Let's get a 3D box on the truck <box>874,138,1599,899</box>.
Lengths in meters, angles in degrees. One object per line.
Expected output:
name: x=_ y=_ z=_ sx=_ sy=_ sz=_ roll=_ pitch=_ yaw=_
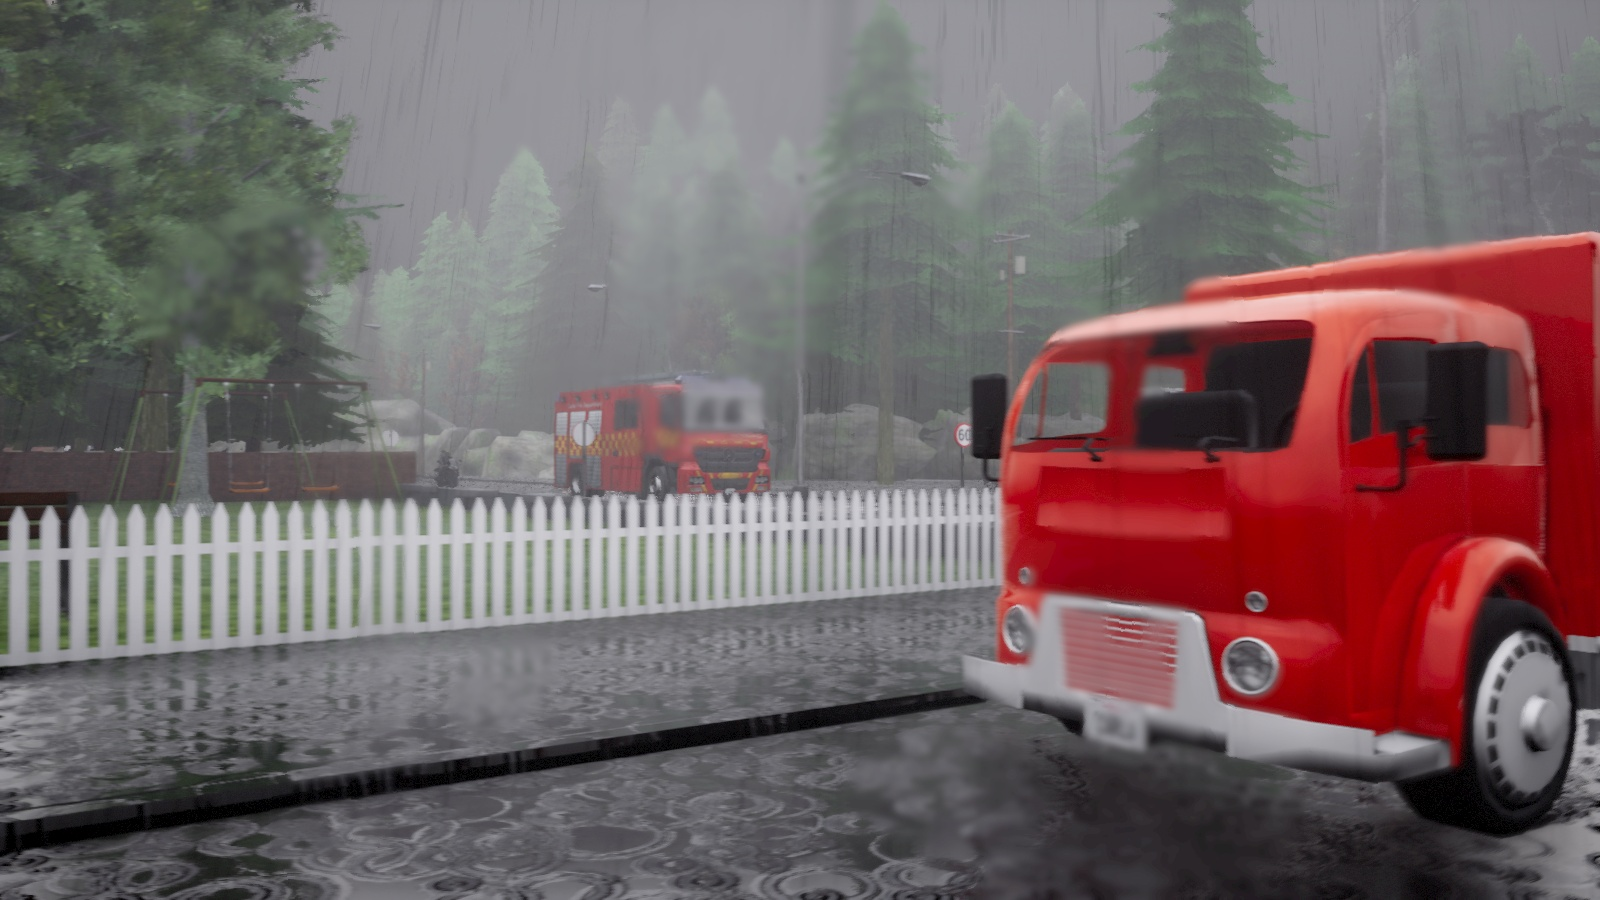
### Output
truck: x=3.235 y=0.267 z=6.490 sx=5.204 sy=2.467 sz=2.627 roll=0 pitch=0 yaw=-36

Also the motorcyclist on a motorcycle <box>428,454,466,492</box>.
motorcyclist on a motorcycle: x=-14.576 y=0.937 z=51.810 sx=0.866 sy=1.530 sz=2.191 roll=0 pitch=0 yaw=-35

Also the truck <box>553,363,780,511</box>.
truck: x=-4.161 y=-0.320 z=36.909 sx=2.891 sy=3.827 sz=8.468 roll=0 pitch=0 yaw=-35
